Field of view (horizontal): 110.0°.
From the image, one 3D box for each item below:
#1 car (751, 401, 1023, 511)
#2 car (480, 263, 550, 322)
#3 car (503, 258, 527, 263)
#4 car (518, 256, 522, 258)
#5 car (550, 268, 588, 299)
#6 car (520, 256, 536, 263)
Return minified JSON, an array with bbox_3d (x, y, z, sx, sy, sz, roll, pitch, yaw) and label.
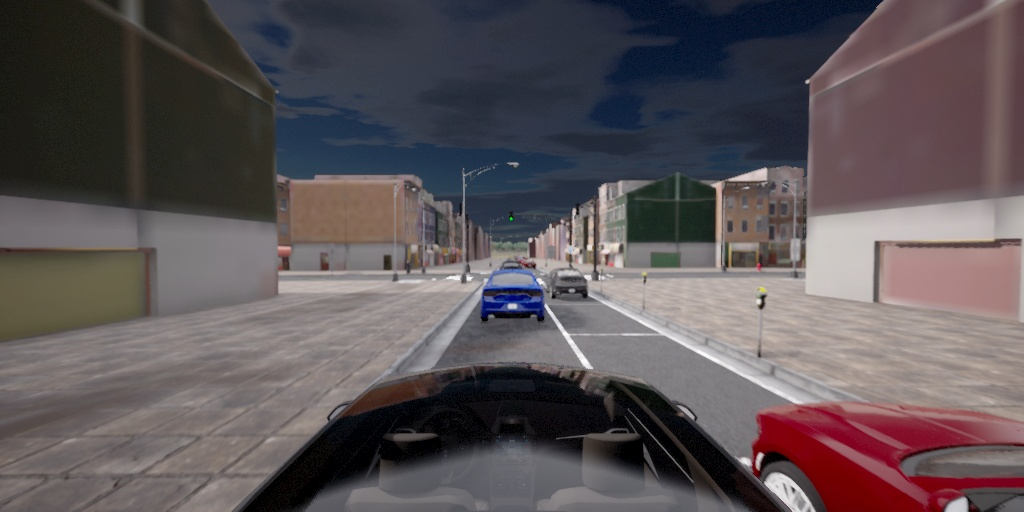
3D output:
[{"bbox_3d":[2.644,1.297,0.867,1.888,1.381,4.507,0,0,0],"label":"car"},{"bbox_3d":[0.021,1.184,12.144,1.882,1.535,5.008,0,1,0],"label":"car"},{"bbox_3d":[-0.049,1.157,28.433,1.837,1.490,4.892,0,1,0],"label":"car"},{"bbox_3d":[2.354,1.108,61.012,1.802,1.307,4.207,0,0,0],"label":"car"},{"bbox_3d":[2.564,1.234,17.503,2.007,1.370,4.403,0,0,0],"label":"car"},{"bbox_3d":[2.407,1.110,49.947,1.888,1.381,4.507,0,0,0],"label":"car"}]
